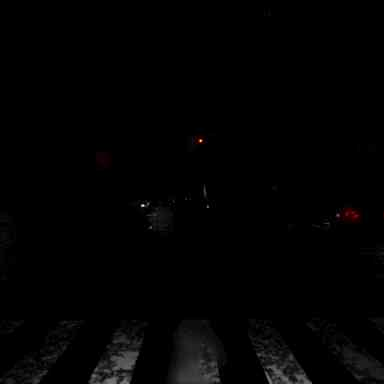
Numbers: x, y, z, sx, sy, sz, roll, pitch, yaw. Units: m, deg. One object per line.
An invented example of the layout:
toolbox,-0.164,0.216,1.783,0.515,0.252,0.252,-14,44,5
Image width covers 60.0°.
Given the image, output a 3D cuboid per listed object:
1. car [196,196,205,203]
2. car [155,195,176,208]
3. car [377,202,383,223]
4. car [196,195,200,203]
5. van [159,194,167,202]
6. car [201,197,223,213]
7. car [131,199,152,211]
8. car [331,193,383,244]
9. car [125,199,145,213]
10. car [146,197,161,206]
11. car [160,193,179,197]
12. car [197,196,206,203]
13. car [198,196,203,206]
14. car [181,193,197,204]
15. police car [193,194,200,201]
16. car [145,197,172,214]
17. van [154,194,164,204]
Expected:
car,1.833,1.590,73.231,1.947,1.339,4.313,0,0,-1
car,-3.609,1.486,44.834,1.882,1.535,5.008,0,0,-1
car,14.625,1.303,21.105,4.718,1.301,1.895,-1,0,-1
car,2.131,1.562,52.783,2.008,1.369,4.403,0,0,-1
van,-6.757,1.368,77.543,1.690,1.788,3.998,0,0,-1
car,2.369,1.556,36.451,2.008,1.369,4.403,0,0,-1
car,-6.229,1.557,41.322,2.008,1.369,4.403,0,0,-1
car,8.954,1.037,14.341,5.566,2.045,2.150,-1,0,-1
car,-6.156,1.556,36.330,2.008,1.369,4.403,0,0,-1
car,-6.441,1.579,55.892,1.947,1.339,4.313,0,0,-1
car,-3.749,1.365,54.960,2.097,1.767,4.553,0,0,-1
car,1.907,1.545,68.112,1.752,1.417,4.829,0,0,-1
car,2.210,1.553,47.339,1.887,1.381,4.507,0,0,-1
car,-0.667,1.507,62.341,2.128,1.511,4.902,0,0,-1
police car,1.185,1.463,90.628,1.930,1.638,5.238,0,0,-1
car,-3.473,1.569,34.735,1.994,1.385,4.181,0,0,-2
van,-6.599,1.361,66.717,1.690,1.788,3.998,0,0,-1
